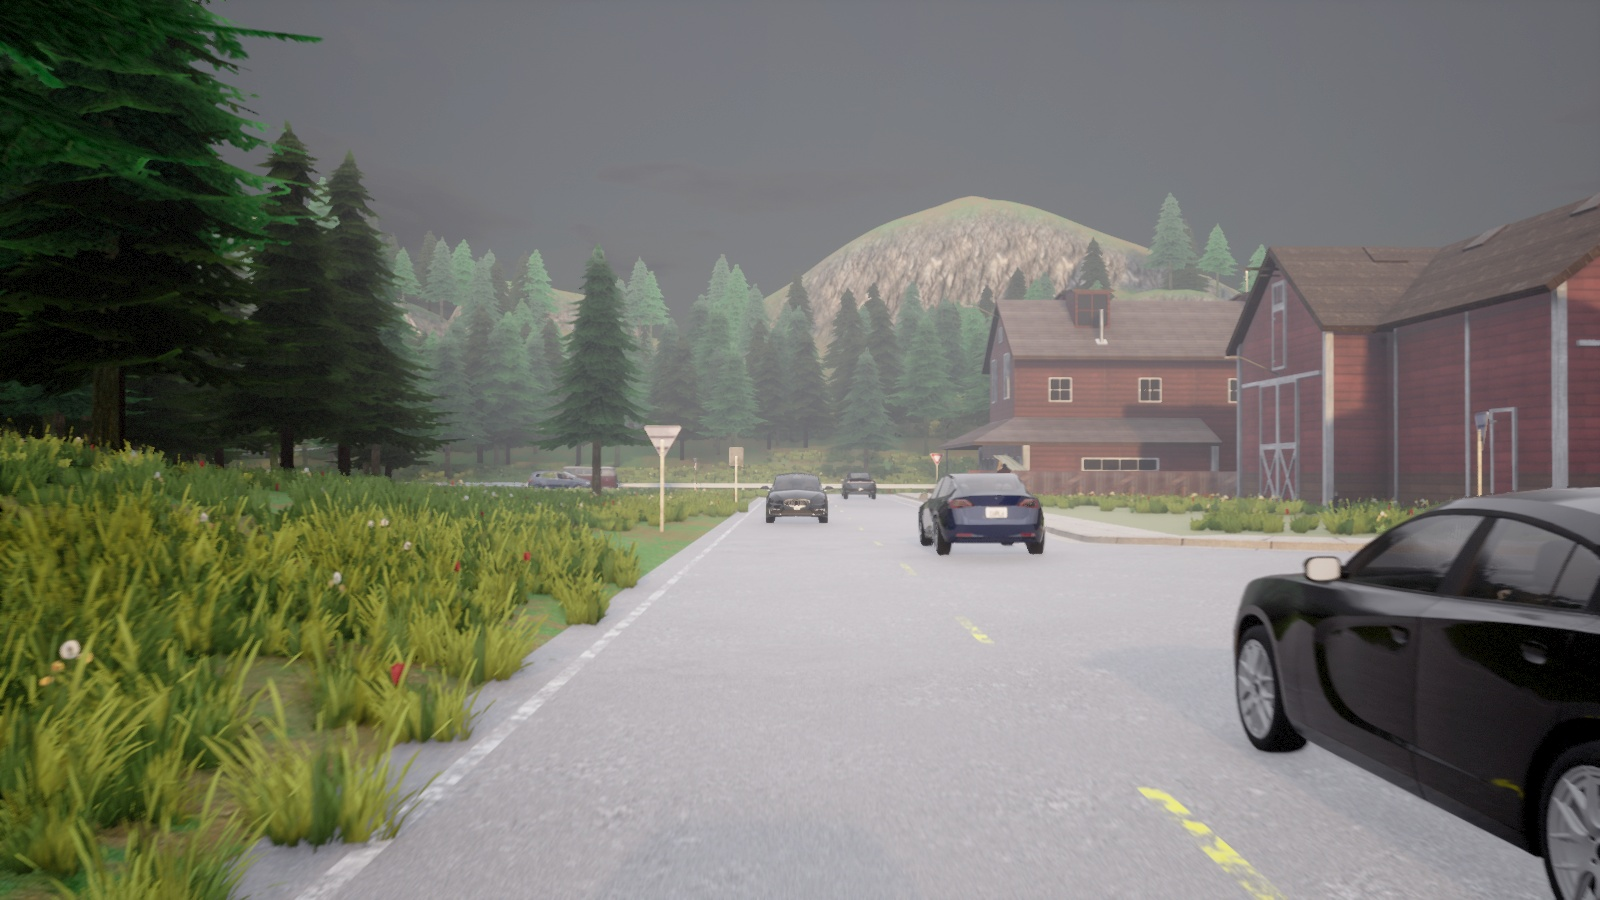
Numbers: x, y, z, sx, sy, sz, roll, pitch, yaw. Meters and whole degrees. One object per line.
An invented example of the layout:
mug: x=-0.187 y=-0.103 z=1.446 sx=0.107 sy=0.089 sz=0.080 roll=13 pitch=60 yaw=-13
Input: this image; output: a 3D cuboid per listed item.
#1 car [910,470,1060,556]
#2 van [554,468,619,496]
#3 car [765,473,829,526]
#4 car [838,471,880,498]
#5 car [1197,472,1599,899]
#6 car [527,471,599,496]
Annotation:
car: x=3.445 y=1.156 z=24.368 sx=2.163 sy=1.488 sz=4.792 roll=-1 pitch=-1 yaw=0
van: x=-15.562 y=2.306 z=91.770 sx=4.442 sy=1.987 sz=1.775 roll=0 pitch=-1 yaw=0
car: x=-0.084 y=1.465 z=38.549 sx=1.837 sy=1.490 sz=4.892 roll=0 pitch=-1 yaw=0
car: x=3.343 y=1.959 z=71.787 sx=2.128 sy=1.511 sz=4.902 roll=0 pitch=-1 yaw=0
car: x=3.488 y=0.871 z=5.527 sx=1.882 sy=1.535 sz=5.008 roll=0 pitch=-1 yaw=0
car: x=-16.634 y=2.343 z=88.265 sx=4.611 sy=1.667 sz=2.242 roll=0 pitch=-1 yaw=0
